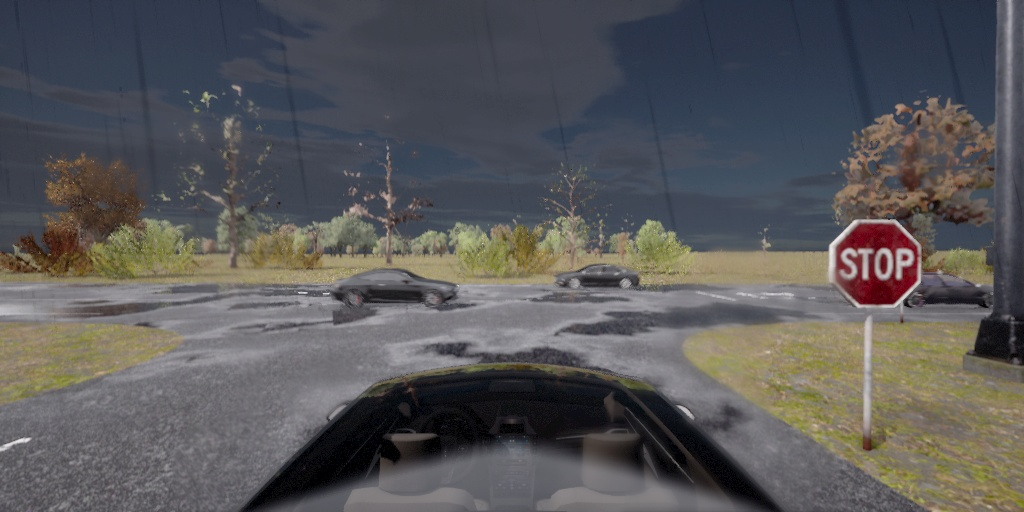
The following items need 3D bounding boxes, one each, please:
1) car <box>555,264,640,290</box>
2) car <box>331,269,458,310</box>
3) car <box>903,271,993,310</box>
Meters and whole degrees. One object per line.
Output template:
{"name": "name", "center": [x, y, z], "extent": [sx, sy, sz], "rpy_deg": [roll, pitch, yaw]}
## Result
{"name": "car", "center": [4.951, 1.227, 20.994], "extent": [4.892, 1.490, 1.837], "rpy_deg": [0, 0, -1]}
{"name": "car", "center": [-4.414, 1.208, 13.777], "extent": [4.674, 1.442, 1.812], "rpy_deg": [0, 0, -1]}
{"name": "car", "center": [16.362, 1.302, 14.295], "extent": [5.357, 1.411, 2.033], "rpy_deg": [0, 0, -2]}
